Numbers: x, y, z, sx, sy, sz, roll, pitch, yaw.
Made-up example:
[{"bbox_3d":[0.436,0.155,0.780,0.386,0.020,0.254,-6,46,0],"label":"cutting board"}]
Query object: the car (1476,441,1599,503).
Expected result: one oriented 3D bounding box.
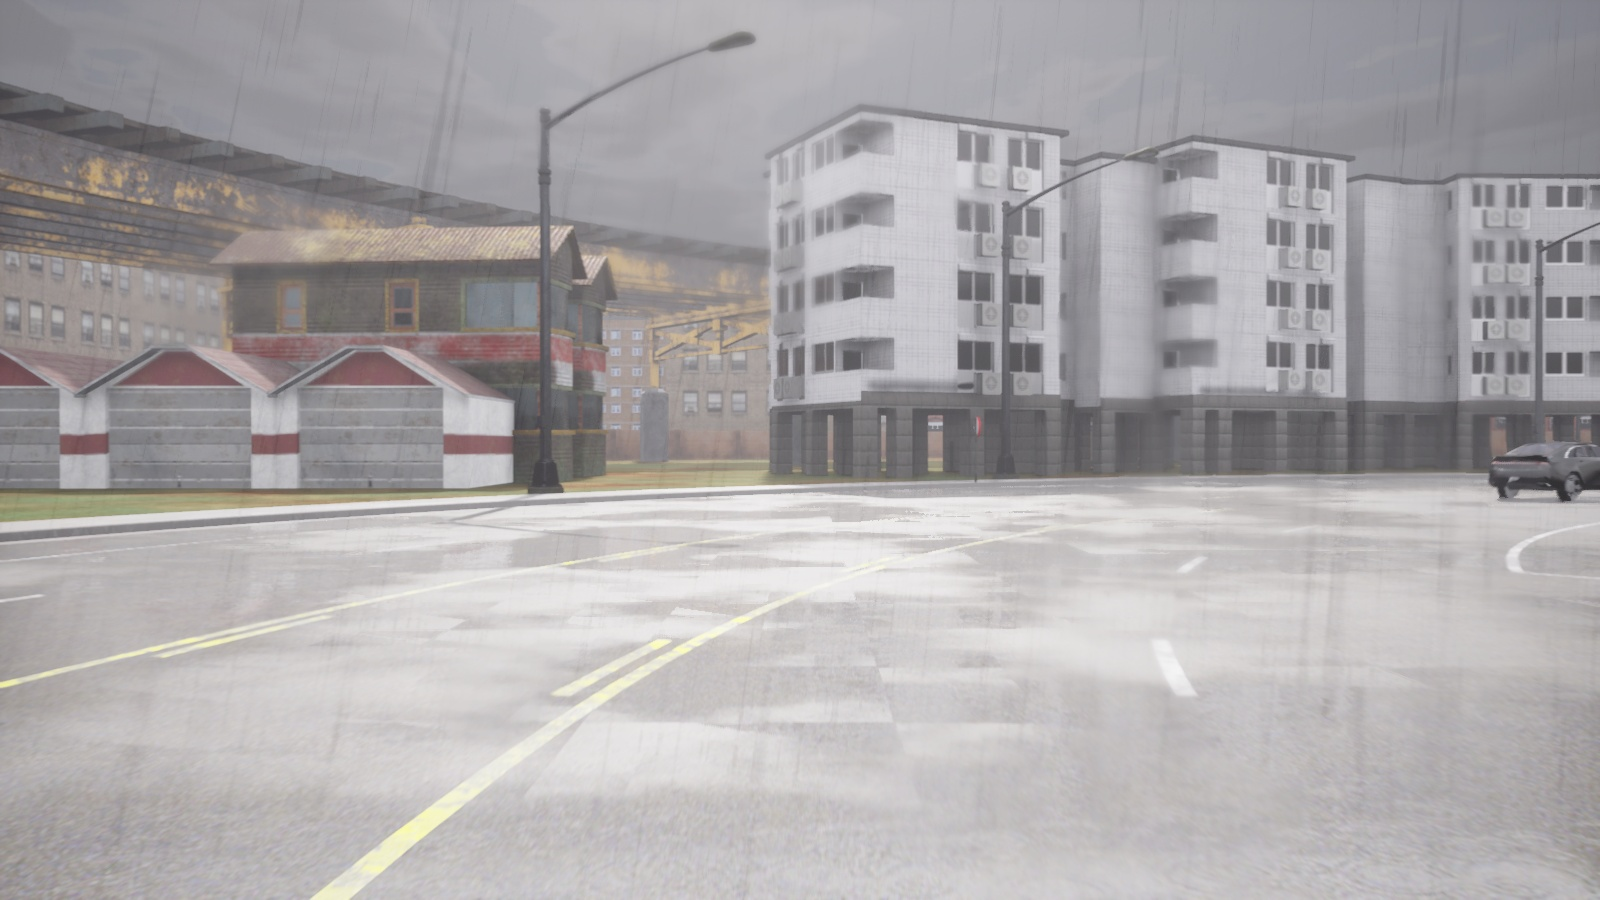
[{"bbox_3d":[20.323,0.533,33.053,4.902,1.511,2.128,0,0,-29],"label":"car"}]
